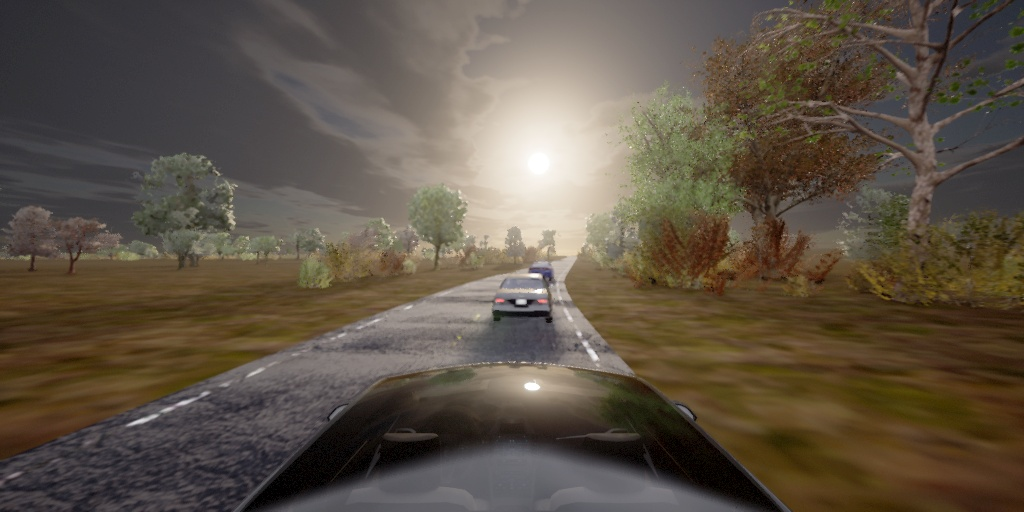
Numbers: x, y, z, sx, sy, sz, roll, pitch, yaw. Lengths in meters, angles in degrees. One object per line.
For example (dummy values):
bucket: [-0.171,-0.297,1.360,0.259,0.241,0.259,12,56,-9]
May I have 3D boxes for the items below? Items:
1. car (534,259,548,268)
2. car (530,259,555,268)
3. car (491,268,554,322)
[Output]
car: [5.021,1.254,61.434,1.994,1.385,4.181,0,0,11]
car: [2.547,1.210,30.483,1.882,1.535,5.008,0,0,10]
car: [0.443,1.295,12.274,2.033,1.411,5.357,0,0,4]
